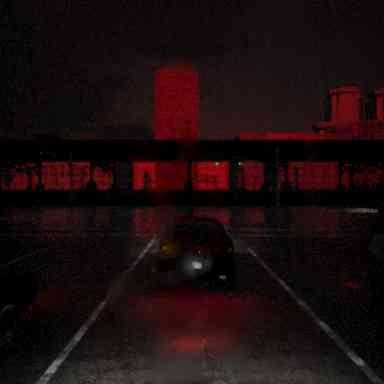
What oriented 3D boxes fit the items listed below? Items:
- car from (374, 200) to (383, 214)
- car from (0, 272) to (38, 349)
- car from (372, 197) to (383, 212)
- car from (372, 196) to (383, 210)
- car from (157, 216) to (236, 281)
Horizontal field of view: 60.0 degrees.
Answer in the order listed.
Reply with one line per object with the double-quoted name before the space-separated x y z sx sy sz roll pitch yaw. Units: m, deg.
"car" 18.430 1.286 28.066 5.008 1.535 1.882 0 0 2
"car" -3.560 1.587 3.424 1.895 1.301 4.718 0 0 1
"car" 21.951 1.253 35.171 4.892 1.490 1.837 -1 0 2
"car" 23.741 1.245 38.620 4.674 1.442 1.812 -1 0 1
"car" 0.102 1.442 9.773 1.882 1.535 5.008 0 0 0
